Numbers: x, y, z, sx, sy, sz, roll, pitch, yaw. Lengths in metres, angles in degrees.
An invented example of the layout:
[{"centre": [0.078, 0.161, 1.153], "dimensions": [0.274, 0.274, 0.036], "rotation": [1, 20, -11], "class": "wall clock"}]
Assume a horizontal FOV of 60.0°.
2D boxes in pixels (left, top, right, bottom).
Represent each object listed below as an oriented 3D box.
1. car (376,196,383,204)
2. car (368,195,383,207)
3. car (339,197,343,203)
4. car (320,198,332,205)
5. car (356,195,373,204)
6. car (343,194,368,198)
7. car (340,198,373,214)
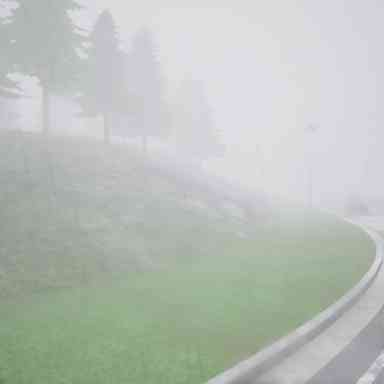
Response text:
[{"centre": [37.371, 1.527, 64.656], "dimensions": [1.837, 1.490, 4.892], "rotation": [0, 0, 16], "class": "car"}, {"centre": [31.073, 1.651, 55.647], "dimensions": [1.882, 1.535, 5.008], "rotation": [0, 0, 16], "class": "car"}, {"centre": [30.656, 1.598, 66.631], "dimensions": [1.812, 1.442, 4.674], "rotation": [0, 0, 16], "class": "car"}, {"centre": [27.306, 1.817, 67.644], "dimensions": [1.994, 1.385, 4.181], "rotation": [0, 0, 16], "class": "car"}, {"centre": [34.004, 1.405, 65.616], "dimensions": [2.097, 1.767, 4.553], "rotation": [0, 0, 16], "class": "car"}, {"centre": [27.722, 1.418, 56.665], "dimensions": [2.150, 2.045, 5.566], "rotation": [0, 0, 16], "class": "car"}, {"centre": [18.711, 1.680, 38.076], "dimensions": [2.033, 1.411, 5.357], "rotation": [0, 0, 16], "class": "car"}]
